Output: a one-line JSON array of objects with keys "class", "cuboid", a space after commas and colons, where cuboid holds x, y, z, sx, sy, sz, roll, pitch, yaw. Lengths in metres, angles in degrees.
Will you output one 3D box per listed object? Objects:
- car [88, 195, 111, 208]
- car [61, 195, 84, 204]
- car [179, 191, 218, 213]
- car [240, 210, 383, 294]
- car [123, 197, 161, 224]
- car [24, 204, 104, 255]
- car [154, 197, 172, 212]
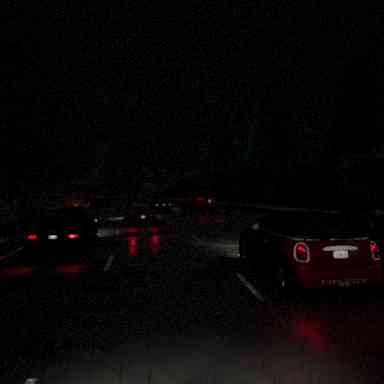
[{"class": "car", "cuboid": [-11.170, 1.073, 39.952, 1.882, 1.535, 5.008, 0, 1, -30]}, {"class": "car", "cuboid": [-13.082, 1.117, 36.335, 1.882, 1.535, 5.008, 0, 1, -27]}, {"class": "car", "cuboid": [0.564, 0.875, 31.840, 2.150, 2.045, 5.566, 0, 1, -22]}, {"class": "car", "cuboid": [2.738, 1.249, 8.772, 2.097, 1.767, 4.553, 0, 1, -6]}, {"class": "car", "cuboid": [-3.547, 1.293, 22.229, 1.812, 1.442, 4.674, 0, 1, -15]}, {"class": "car", "cuboid": [-4.767, 1.420, 12.744, 2.033, 1.411, 5.357, 0, 1, -11]}, {"class": "car", "cuboid": [-3.584, 1.201, 32.831, 2.033, 1.411, 5.357, 0, 1, -23]}]
